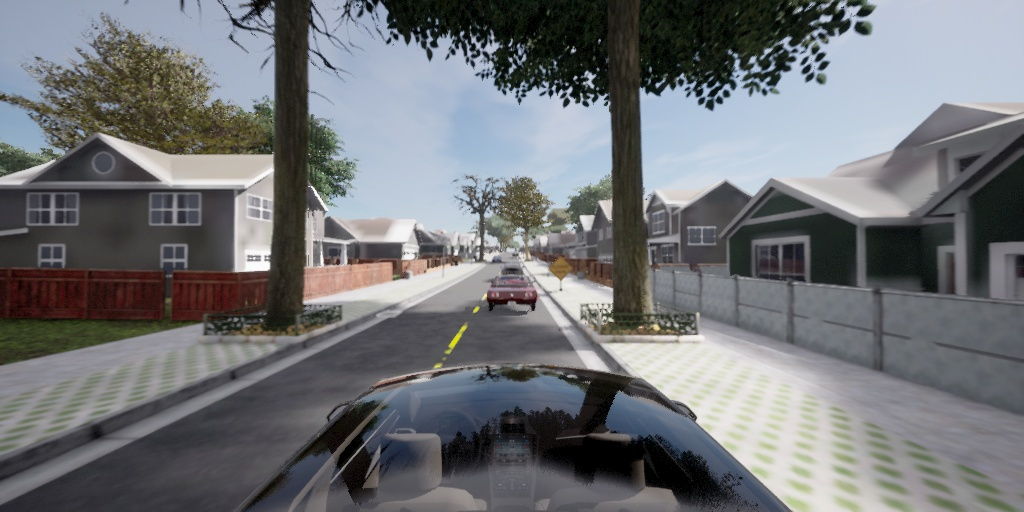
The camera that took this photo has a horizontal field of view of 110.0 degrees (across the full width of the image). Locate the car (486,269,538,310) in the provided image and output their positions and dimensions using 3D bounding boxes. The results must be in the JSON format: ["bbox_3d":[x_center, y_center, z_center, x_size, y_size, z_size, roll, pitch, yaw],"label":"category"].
[{"bbox_3d":[0.020,1.417,15.077,1.895,1.301,4.718,0,0,0],"label":"car"}]

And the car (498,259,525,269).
[{"bbox_3d":[0.028,1.261,30.291,1.837,1.490,4.892,0,1,0],"label":"car"}]

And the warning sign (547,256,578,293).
[{"bbox_3d":[2.521,0.927,18.471,1.300,1.860,1.060,0,0,0],"label":"warning sign"}]
